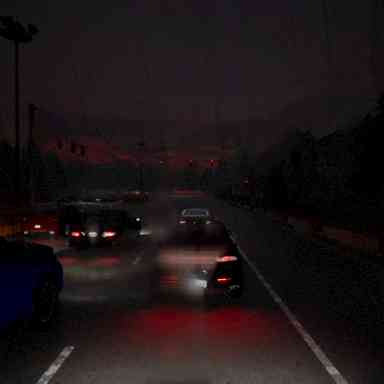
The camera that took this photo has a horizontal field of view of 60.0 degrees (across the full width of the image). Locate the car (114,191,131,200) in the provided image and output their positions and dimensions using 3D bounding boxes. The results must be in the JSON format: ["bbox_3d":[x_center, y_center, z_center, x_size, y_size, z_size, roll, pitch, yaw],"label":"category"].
[{"bbox_3d":[-13.691,1.047,64.504,1.812,1.442,4.674,0,1,1],"label":"car"}]

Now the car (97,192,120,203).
[{"bbox_3d":[-13.791,1.116,55.442,1.812,1.442,4.674,0,0,1],"label":"car"}]

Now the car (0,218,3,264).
[{"bbox_3d":[-6.881,1.512,8.207,1.994,1.385,4.181,0,0,1],"label":"car"}]

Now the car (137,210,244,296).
[{"bbox_3d":[0.127,1.438,8.462,2.128,1.511,4.902,0,0,0],"label":"car"}]

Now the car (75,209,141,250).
[{"bbox_3d":[-3.348,1.453,13.779,2.033,1.411,5.357,0,0,0],"label":"car"}]

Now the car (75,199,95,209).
[{"bbox_3d":[-6.843,1.358,17.192,1.882,1.535,5.008,0,0,0],"label":"car"}]

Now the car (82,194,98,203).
[{"bbox_3d":[-17.270,1.139,57.409,1.994,1.385,4.181,0,0,1],"label":"car"}]

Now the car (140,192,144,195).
[{"bbox_3d":[-13.513,0.808,88.492,1.882,1.535,5.008,0,0,0],"label":"car"}]

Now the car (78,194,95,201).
[{"bbox_3d":[-20.661,1.116,65.291,1.895,1.301,4.718,0,0,1],"label":"car"}]

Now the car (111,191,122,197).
[{"bbox_3d":[-20.499,0.415,90.806,1.882,1.535,5.008,0,0,0],"label":"car"}]

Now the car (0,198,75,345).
[{"bbox_3d":[-3.387,1.204,3.606,2.150,2.045,5.566,0,0,0],"label":"car"}]

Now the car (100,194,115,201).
[{"bbox_3d":[-17.136,1.064,67.385,1.994,1.385,4.181,0,0,0],"label":"car"}]

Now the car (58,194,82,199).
[{"bbox_3d":[-20.777,1.066,55.706,1.882,1.535,5.008,0,0,2],"label":"car"}]

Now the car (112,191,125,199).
[{"bbox_3d":[-17.077,0.778,77.518,2.097,1.767,4.553,0,0,0],"label":"car"}]

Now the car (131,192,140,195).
[{"bbox_3d":[-13.594,0.970,74.527,1.812,1.442,4.674,0,0,0],"label":"car"}]

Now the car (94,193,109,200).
[{"bbox_3d":[-20.587,0.914,75.754,1.882,1.535,5.008,0,0,0],"label":"car"}]

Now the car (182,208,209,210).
[{"bbox_3d":[0.174,1.476,17.792,1.895,1.301,4.718,0,0,0],"label":"car"}]
